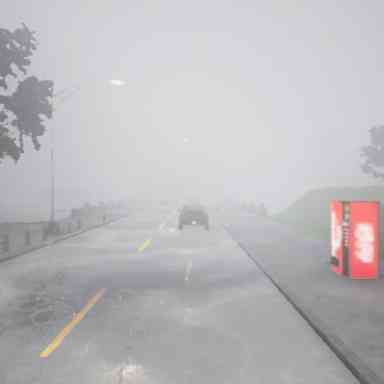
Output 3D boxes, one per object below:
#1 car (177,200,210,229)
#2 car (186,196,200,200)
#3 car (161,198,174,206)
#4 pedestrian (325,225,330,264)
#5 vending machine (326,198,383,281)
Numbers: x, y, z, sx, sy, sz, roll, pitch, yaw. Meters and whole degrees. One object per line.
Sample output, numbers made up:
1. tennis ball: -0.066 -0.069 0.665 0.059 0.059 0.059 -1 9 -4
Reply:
1. car: 0.108 1.533 21.984 1.837 1.490 4.892 0 0 0
2. car: 0.118 1.413 49.867 2.097 1.767 4.553 0 0 0
3. car: -4.014 1.631 55.256 1.994 1.385 4.181 0 0 1
4. pedestrian: 4.260 1.202 9.796 0.375 1.860 0.375 0 0 0
5. vending machine: 4.304 1.207 8.859 1.100 2.100 0.880 0 0 0
